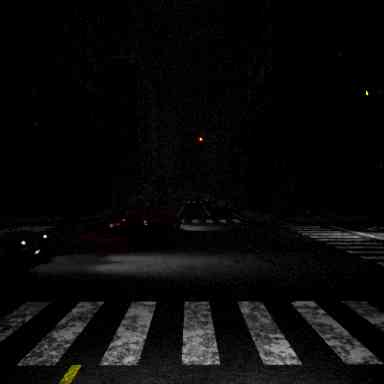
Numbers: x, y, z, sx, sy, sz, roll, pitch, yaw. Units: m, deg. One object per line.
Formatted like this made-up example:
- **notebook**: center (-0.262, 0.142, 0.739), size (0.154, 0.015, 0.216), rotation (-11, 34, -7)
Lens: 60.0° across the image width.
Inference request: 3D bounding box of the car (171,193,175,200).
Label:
- **car**: center (-5.462, 1.544, 73.060), size (1.887, 1.381, 4.507), rotation (0, 0, 0)

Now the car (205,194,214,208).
- **car**: center (2.908, 1.443, 44.677), size (1.967, 1.590, 4.097), rotation (0, 0, 0)

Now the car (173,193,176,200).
- **car**: center (-5.432, 1.522, 78.559), size (1.752, 1.417, 4.829), rotation (0, 0, 0)

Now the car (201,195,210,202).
- **car**: center (3.095, 1.437, 78.692), size (1.967, 1.590, 4.097), rotation (0, 0, 0)

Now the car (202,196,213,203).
- **car**: center (3.033, 1.552, 67.354), size (2.008, 1.369, 4.403), rotation (0, 0, 0)

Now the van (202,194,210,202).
- **van**: center (3.064, 1.340, 73.023), size (1.690, 1.788, 3.998), rotation (0, 0, 0)

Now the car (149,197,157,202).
- **car**: center (-5.648, 1.443, 39.051), size (1.967, 1.590, 4.097), rotation (0, 0, 0)

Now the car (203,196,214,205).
- **car**: center (3.002, 1.527, 61.854), size (1.752, 1.417, 4.829), rotation (0, 0, 0)

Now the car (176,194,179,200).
- **car**: center (-5.369, 1.307, 90.065), size (2.192, 1.841, 5.009), rotation (0, 0, 0)

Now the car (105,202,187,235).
- **car**: center (-2.657, 1.526, 18.846), size (1.812, 1.442, 4.674), rotation (1, 1, 41)

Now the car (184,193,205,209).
- **car**: center (0.338, 1.355, 44.639), size (2.097, 1.767, 4.553), rotation (0, 0, 0)

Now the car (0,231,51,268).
- **car**: center (-7.149, 1.595, 10.620), size (4.718, 1.301, 1.895), rotation (0, 0, 0)

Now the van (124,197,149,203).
- **van**: center (-5.680, 1.343, 33.383), size (1.690, 1.788, 3.998), rotation (0, 0, 0)

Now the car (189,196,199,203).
- **car**: center (0.413, 1.565, 68.172), size (1.994, 1.385, 4.181), rotation (0, 0, 1)

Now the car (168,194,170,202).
- **car**: center (-5.525, 1.527, 61.554), size (1.752, 1.417, 4.829), rotation (0, 0, 0)

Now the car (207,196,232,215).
- **car**: center (2.846, 1.442, 33.339), size (1.967, 1.590, 4.097), rotation (0, 0, 0)

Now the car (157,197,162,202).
- **car**: center (-5.617, 1.569, 44.720), size (1.947, 1.339, 4.313), rotation (0, 0, 0)

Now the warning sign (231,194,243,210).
- **warning sign**: center (5.280, 1.118, 39.319), size (1.300, 1.860, 1.060), rotation (0, 0, 0)

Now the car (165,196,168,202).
- **car**: center (-5.555, 1.569, 56.056), size (1.947, 1.339, 4.313), rotation (0, 0, 0)

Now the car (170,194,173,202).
- **car**: center (-5.493, 1.567, 67.392), size (1.947, 1.339, 4.313), rotation (0, 0, 0)

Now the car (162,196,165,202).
- **car**: center (-5.586, 1.585, 50.388), size (1.802, 1.307, 4.206), rotation (0, 0, 0)
